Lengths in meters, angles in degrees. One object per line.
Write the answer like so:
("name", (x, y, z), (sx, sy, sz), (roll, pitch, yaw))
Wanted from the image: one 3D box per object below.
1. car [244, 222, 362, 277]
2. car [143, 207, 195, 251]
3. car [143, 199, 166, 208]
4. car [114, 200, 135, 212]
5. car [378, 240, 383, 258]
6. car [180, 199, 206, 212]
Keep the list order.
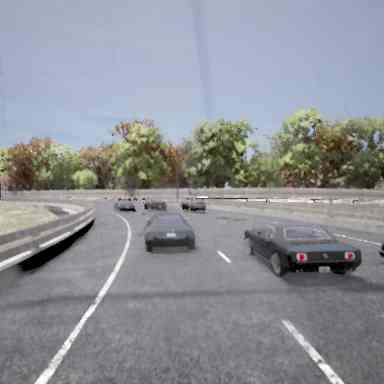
("car", (2.993, 1.586, 10.243), (1.895, 1.301, 4.718), (0, 0, -5))
("car", (-1.063, 1.589, 14.499), (1.994, 1.385, 4.181), (0, 0, -8))
("car", (-4.636, 1.563, 41.052), (1.882, 1.535, 5.008), (0, 0, -22))
("car", (-8.351, 1.681, 40.847), (1.994, 1.385, 4.181), (0, 0, -23))
("car", (6.727, 1.497, 7.679), (2.033, 1.411, 5.357), (0, 0, -4))
("car", (0.069, 1.533, 38.588), (2.128, 1.511, 4.902), (0, 0, -20))
